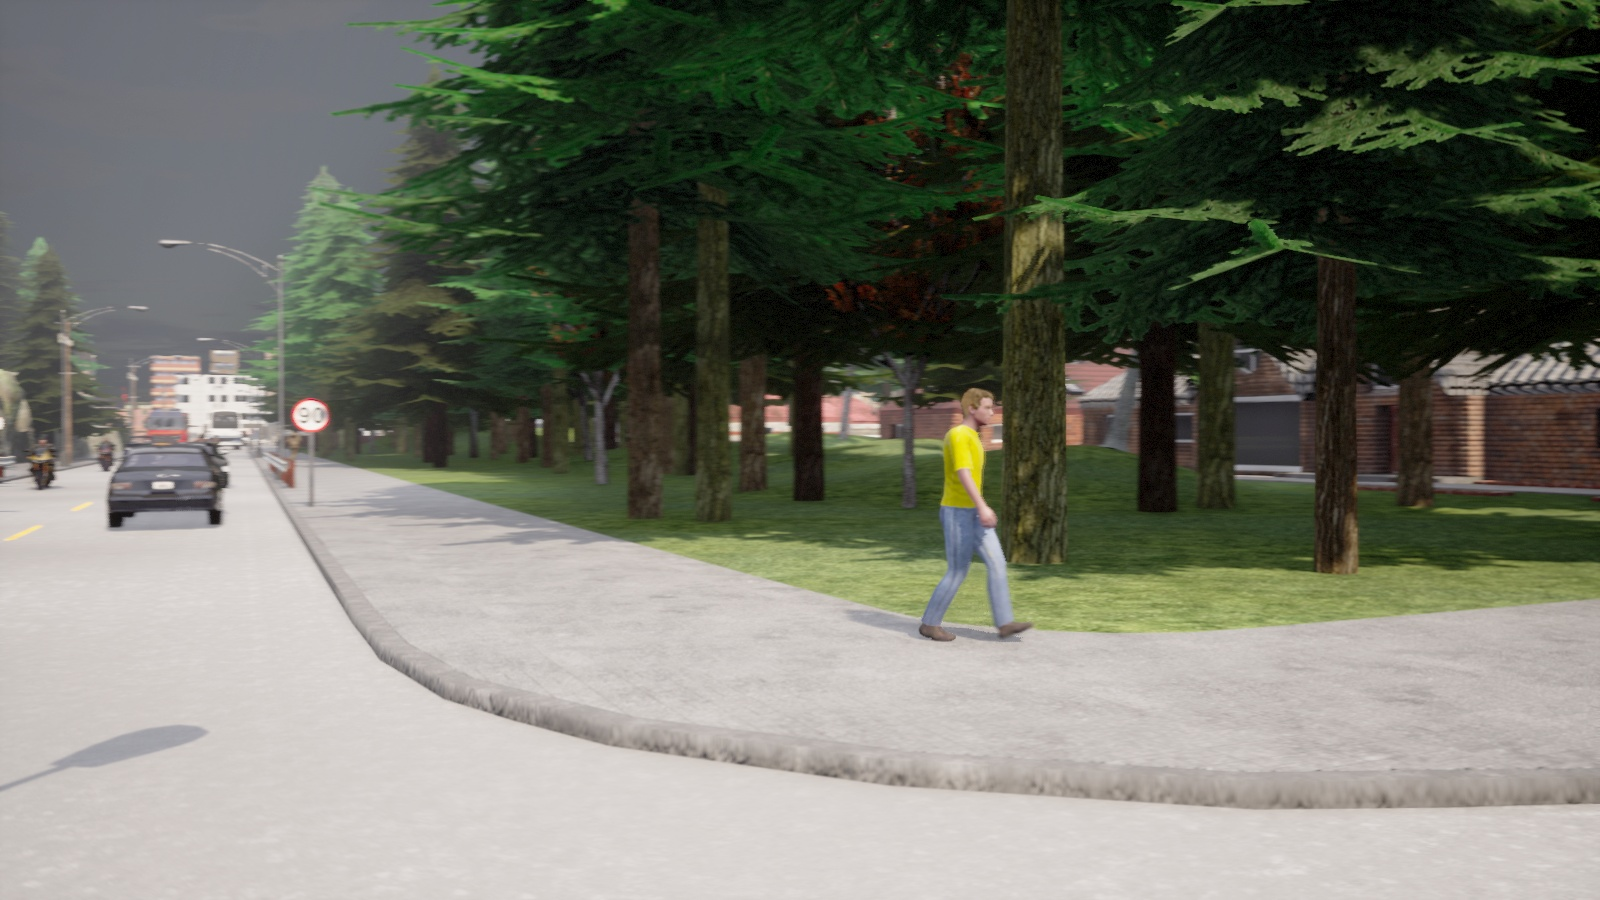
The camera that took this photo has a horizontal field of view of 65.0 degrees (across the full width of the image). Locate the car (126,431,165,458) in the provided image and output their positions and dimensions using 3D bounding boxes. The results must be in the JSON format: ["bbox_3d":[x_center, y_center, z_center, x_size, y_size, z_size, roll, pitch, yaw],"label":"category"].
[{"bbox_3d":[-38.623,-0.337,74.166,1.789,1.549,3.705,0,0,-24],"label":"car"}]

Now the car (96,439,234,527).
[{"bbox_3d":[-11.614,0.517,23.284,2.033,1.411,5.357,0,1,-24],"label":"car"}]

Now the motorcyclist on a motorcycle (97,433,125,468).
[{"bbox_3d":[-30.085,0.008,54.862,0.866,1.530,2.191,0,1,-24],"label":"motorcyclist on a motorcycle"}]

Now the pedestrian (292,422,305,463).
[{"bbox_3d":[-23.696,-0.345,59.338,0.396,1.930,0.692,0,1,-9],"label":"pedestrian"}]

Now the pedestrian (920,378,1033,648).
[{"bbox_3d":[1.239,0.427,8.835,0.706,1.836,0.354,1,1,24],"label":"pedestrian"}]

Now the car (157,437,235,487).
[{"bbox_3d":[-18.162,0.313,37.918,1.994,1.385,4.181,0,1,-24],"label":"car"}]

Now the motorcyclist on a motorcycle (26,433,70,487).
[{"bbox_3d":[-22.129,0.277,36.990,0.866,1.530,2.191,0,1,-24],"label":"motorcyclist on a motorcycle"}]
